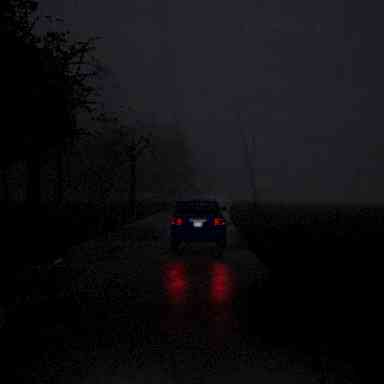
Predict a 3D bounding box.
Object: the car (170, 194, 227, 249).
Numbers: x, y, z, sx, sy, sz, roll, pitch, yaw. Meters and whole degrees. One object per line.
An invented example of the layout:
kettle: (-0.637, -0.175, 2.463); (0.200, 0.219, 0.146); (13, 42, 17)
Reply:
car: (0.331, 1.236, 14.572); (2.150, 2.045, 5.566); (0, 0, 3)

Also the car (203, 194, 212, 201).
car: (3.598, 1.184, 75.738); (1.837, 1.490, 4.892); (0, 0, 4)

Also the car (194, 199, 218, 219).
car: (1.322, 1.407, 29.440); (1.882, 1.535, 5.008); (0, 0, 5)
